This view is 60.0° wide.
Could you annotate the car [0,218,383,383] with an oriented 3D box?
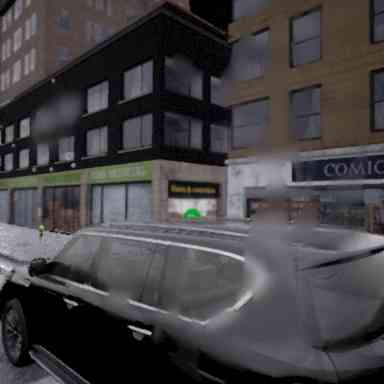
[{"bbox_3d":[-0.421,1.333,4.001,5.566,2.045,2.150,-1,-2,45],"label":"car"}]
